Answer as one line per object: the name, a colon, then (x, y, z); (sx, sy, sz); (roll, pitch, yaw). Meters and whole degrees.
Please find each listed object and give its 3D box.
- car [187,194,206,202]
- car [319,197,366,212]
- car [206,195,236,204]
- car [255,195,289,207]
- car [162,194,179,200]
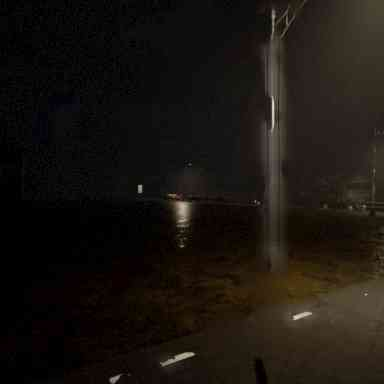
car: (1.267, 1.136, 63.697); (2.033, 1.411, 5.357); (2, -1, -35)
car: (16.303, 1.292, 36.124); (1.837, 1.490, 4.892); (2, 0, -35)
car: (4.776, 1.174, 52.381); (1.895, 1.301, 4.718); (2, -1, -35)
car: (10.547, 1.177, 44.238); (1.837, 1.490, 4.892); (2, 0, -35)
car: (-4.727, 1.122, 72.068); (1.895, 1.301, 4.718); (2, -1, -35)
